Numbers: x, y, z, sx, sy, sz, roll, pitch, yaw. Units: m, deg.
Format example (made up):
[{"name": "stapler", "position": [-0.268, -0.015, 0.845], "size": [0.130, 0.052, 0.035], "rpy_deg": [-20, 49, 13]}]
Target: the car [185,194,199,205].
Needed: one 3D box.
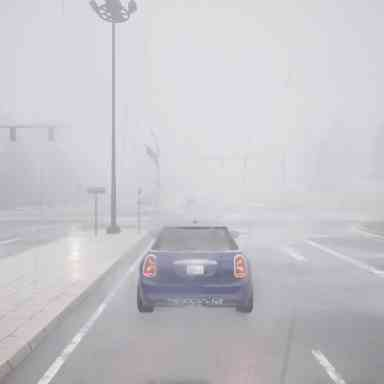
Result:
[{"name": "car", "position": [-0.157, 1.525, 54.658], "size": [1.812, 1.442, 4.674], "rpy_deg": [0, 0, -1]}]

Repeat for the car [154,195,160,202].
[{"name": "car", "position": [-8.400, 1.355, 69.867], "size": [2.097, 1.767, 4.553], "rpy_deg": [0, 0, -1]}]

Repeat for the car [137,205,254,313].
[{"name": "car", "position": [0.071, 1.352, 7.839], "size": [2.097, 1.767, 4.553], "rpy_deg": [0, 0, 0]}]

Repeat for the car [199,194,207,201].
[{"name": "car", "position": [2.858, 1.513, 85.220], "size": [1.812, 1.442, 4.674], "rpy_deg": [0, 0, -1]}]

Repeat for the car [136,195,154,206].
[{"name": "car", "position": [-8.279, 1.547, 56.831], "size": [2.033, 1.411, 5.357], "rpy_deg": [0, 0, -1]}]

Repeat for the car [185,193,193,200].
[{"name": "car", "position": [-0.806, 1.189, 95.518], "size": [2.150, 2.045, 5.566], "rpy_deg": [0, 0, -1]}]

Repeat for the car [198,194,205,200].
[{"name": "car", "position": [2.694, 1.442, 95.544], "size": [1.882, 1.535, 5.008], "rpy_deg": [0, 0, -1]}]

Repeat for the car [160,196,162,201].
[{"name": "car", "position": [-8.626, 1.540, 84.119], "size": [2.033, 1.411, 5.357], "rpy_deg": [0, 0, -1]}]

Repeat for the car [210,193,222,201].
[{"name": "car", "position": [6.362, 1.214, 84.949], "size": [2.150, 2.045, 5.566], "rpy_deg": [0, 0, -1]}]
